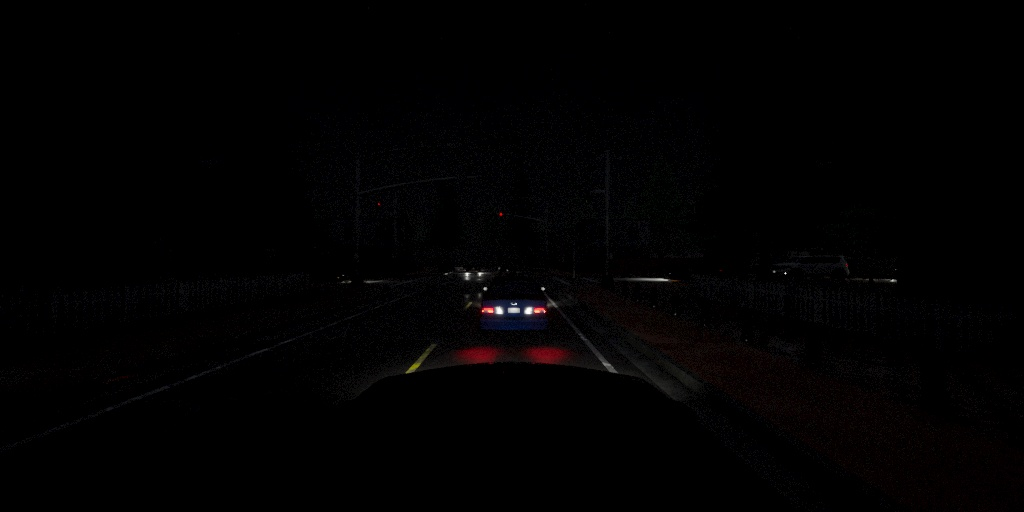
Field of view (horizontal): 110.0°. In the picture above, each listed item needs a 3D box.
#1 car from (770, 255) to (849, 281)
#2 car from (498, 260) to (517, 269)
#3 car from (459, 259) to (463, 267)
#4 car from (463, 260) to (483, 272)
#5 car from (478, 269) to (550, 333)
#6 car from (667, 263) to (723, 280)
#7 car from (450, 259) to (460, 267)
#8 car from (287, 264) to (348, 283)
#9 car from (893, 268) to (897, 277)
[{"bbox_3d":[24.679,0.956,29.892,5.566,2.045,2.150,0,0,1],"label":"car"},{"bbox_3d":[-0.519,1.220,39.565,1.837,1.490,4.892,1,0,-1],"label":"car"},{"bbox_3d":[-6.316,1.263,54.340,2.033,1.411,5.357,0,0,-14],"label":"car"},{"bbox_3d":[-4.779,1.220,44.682,1.837,1.490,4.892,0,0,-6],"label":"car"},{"bbox_3d":[0.062,1.297,10.754,2.033,1.411,5.357,0,0,0],"label":"car"},{"bbox_3d":[15.314,1.299,30.171,4.181,1.385,1.994,0,0,2],"label":"car"},{"bbox_3d":[-9.701,1.263,64.372,2.033,1.411,5.357,0,0,-23],"label":"car"},{"bbox_3d":[-14.872,1.298,27.387,4.181,1.385,1.994,0,0,1],"label":"car"},{"bbox_3d":[34.525,1.087,29.584,4.553,1.767,2.097,0,0,2],"label":"car"}]
